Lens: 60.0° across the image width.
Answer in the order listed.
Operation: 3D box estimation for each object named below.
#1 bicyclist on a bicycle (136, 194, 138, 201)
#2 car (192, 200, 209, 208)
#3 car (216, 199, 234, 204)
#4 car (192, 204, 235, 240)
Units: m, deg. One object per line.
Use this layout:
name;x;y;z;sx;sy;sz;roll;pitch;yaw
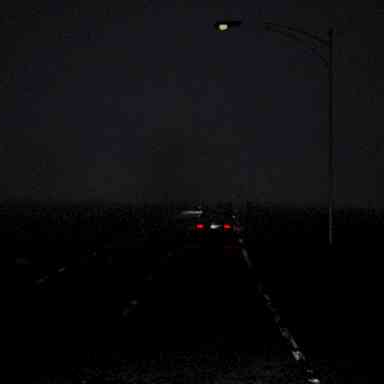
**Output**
bicyclist on a bicycle;-13.347;1.314;80.424;0.582;1.620;1.656;1;0;9
car;1.163;1.651;41.280;1.994;1.385;4.181;0;0;7
car;3.797;1.561;38.596;1.882;1.535;5.008;0;0;7
car;1.221;1.573;17.103;2.033;1.411;5.357;0;0;6
